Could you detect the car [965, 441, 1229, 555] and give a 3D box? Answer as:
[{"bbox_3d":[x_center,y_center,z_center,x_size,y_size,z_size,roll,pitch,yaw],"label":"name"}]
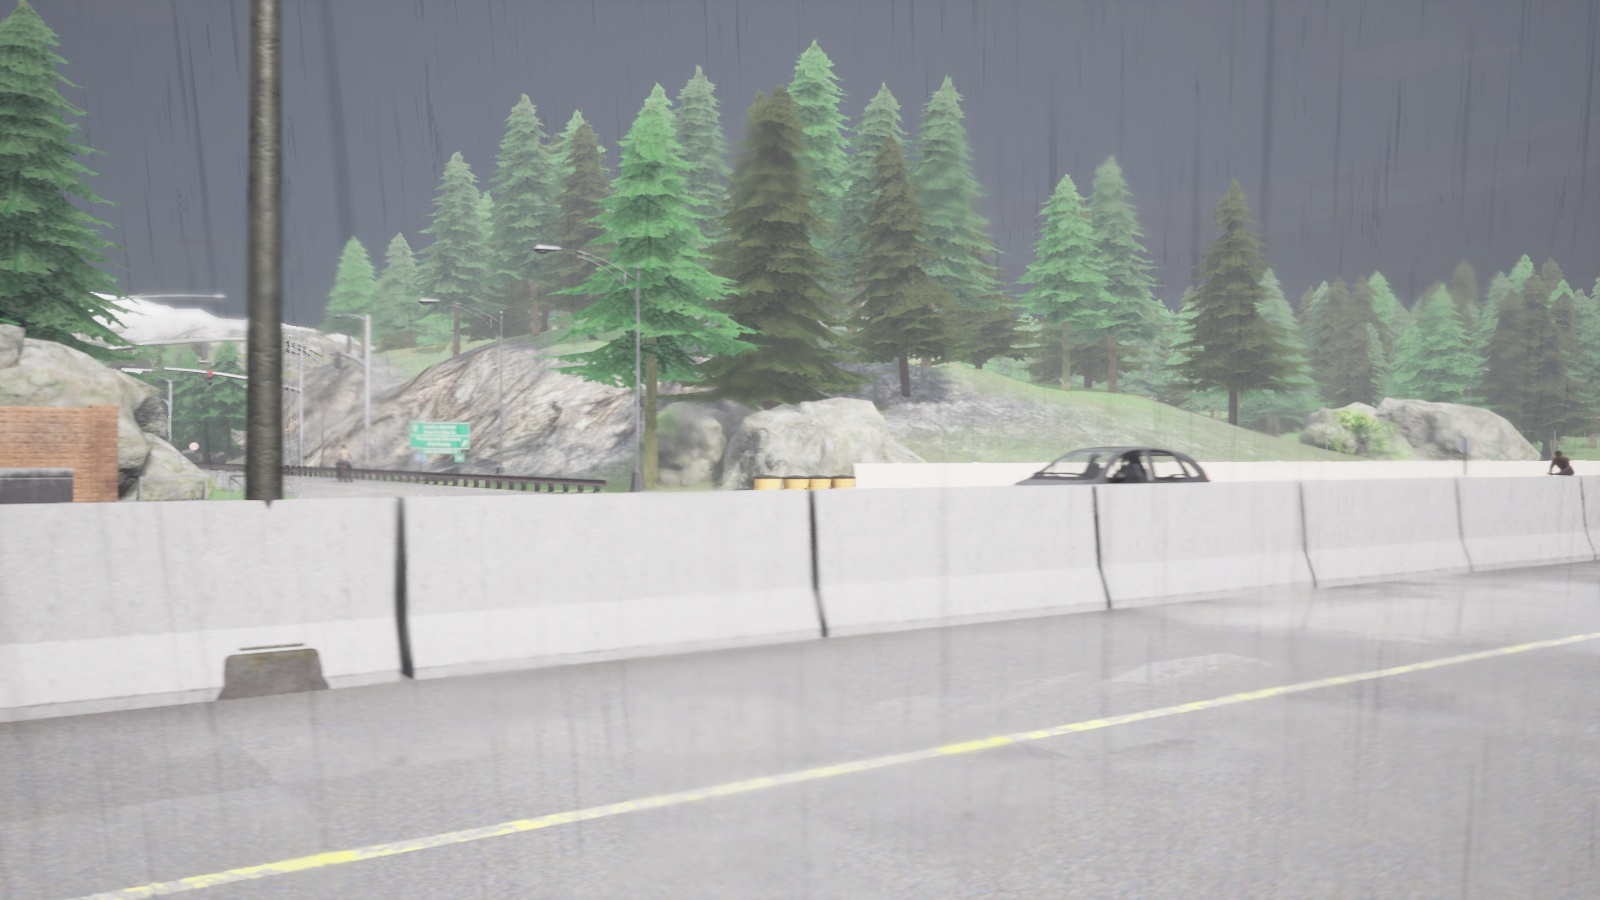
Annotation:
[{"bbox_3d":[4.702,0.681,19.725,3.988,1.617,1.851,0,0,-35],"label":"car"}]
